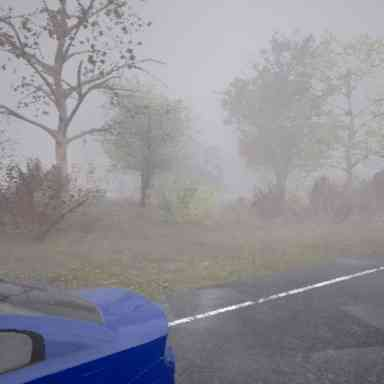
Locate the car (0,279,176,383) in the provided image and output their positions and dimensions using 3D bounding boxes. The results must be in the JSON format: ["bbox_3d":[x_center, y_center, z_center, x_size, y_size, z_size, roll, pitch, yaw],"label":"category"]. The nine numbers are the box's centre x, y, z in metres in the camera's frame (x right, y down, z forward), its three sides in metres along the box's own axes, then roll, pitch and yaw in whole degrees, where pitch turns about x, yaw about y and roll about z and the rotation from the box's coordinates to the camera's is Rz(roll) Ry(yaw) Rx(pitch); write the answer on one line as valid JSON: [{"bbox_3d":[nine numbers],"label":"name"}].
[{"bbox_3d":[-2.482,1.476,2.236,5.008,1.535,1.882,1,0,-36],"label":"car"}]
